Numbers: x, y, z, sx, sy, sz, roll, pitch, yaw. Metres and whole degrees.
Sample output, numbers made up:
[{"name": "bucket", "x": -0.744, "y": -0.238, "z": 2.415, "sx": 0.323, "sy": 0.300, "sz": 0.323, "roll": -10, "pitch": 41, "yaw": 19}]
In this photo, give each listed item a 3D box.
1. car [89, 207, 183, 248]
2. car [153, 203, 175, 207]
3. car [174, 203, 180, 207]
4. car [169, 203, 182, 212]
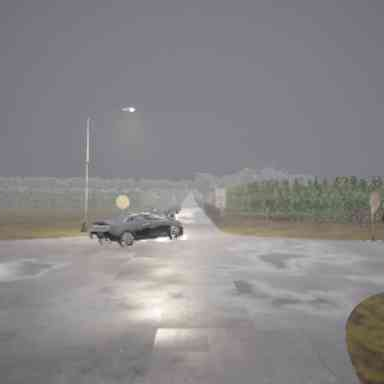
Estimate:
[{"name": "car", "x": -2.523, "y": 1.687, "z": 15.988, "sx": 2.128, "sy": 1.511, "sz": 4.902, "roll": -2, "pitch": -2, "yaw": 43}, {"name": "car", "x": -2.843, "y": 1.954, "z": 27.901, "sx": 2.128, "sy": 1.511, "sz": 4.902, "roll": 0, "pitch": -1, "yaw": 0}, {"name": "car", "x": -2.834, "y": 2.202, "z": 37.735, "sx": 2.033, "sy": 1.411, "sz": 5.357, "roll": 0, "pitch": -1, "yaw": 0}, {"name": "car", "x": -2.790, "y": 2.608, "z": 57.596, "sx": 2.033, "sy": 1.411, "sz": 5.357, "roll": 0, "pitch": -1, "yaw": 0}]
